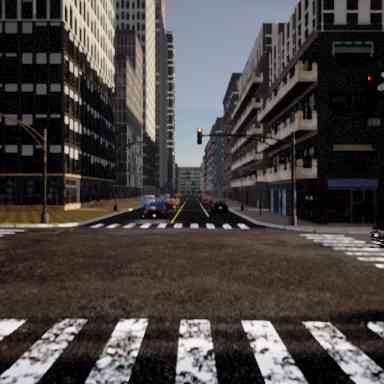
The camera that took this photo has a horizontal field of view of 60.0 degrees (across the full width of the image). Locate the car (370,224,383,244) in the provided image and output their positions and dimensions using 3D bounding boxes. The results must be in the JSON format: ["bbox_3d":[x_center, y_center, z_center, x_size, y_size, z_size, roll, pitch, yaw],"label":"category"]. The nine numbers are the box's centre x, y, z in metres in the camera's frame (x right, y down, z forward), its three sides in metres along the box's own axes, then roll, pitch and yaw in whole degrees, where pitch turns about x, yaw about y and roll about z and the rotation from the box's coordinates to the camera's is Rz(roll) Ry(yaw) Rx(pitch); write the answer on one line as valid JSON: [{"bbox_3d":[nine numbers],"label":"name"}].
[{"bbox_3d":[10.574,1.721,14.869,4.892,1.490,1.837,1,0,-4],"label":"car"}]

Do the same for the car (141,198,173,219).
[{"bbox_3d":[-3.084,1.537,29.756,2.033,1.411,5.357,0,0,0],"label":"car"}]

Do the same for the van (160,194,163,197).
[{"bbox_3d":[-5.656,1.324,66.466,1.690,1.788,3.998,0,0,0],"label":"van"}]

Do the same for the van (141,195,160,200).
[{"bbox_3d":[-5.668,1.327,43.849,1.690,1.788,3.998,0,0,0],"label":"van"}]

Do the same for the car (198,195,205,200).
[{"bbox_3d":[2.741,1.550,94.733,1.947,1.339,4.313,0,0,0],"label":"car"}]

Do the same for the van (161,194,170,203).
[{"bbox_3d":[-5.652,1.324,72.120,1.690,1.788,3.998,0,0,0],"label":"van"}]

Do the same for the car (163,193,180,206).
[{"bbox_3d":[-3.049,1.337,53.491,2.097,1.767,4.553,0,0,0],"label":"car"}]

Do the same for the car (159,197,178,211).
[{"bbox_3d":[-3.073,1.588,41.240,1.895,1.301,4.718,0,0,0],"label":"car"}]

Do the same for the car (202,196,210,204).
[{"bbox_3d":[2.712,1.531,43.845,1.887,1.381,4.507,0,0,0],"label":"car"}]

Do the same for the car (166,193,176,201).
[{"bbox_3d":[-5.643,1.299,89.084,2.192,1.841,5.009,0,0,0],"label":"car"}]

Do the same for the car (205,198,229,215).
[{"bbox_3d":[2.708,1.554,33.878,1.947,1.339,4.313,0,0,0],"label":"car"}]

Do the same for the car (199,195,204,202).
[{"bbox_3d":[2.722,1.535,60.808,2.008,1.369,4.403,0,0,0],"label":"car"}]
